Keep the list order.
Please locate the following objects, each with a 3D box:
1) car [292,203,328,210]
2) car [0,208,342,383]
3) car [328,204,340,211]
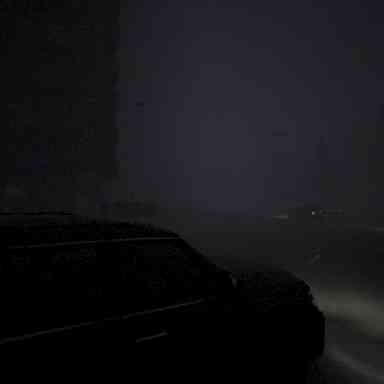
[{"bbox_3d":[10.229,1.823,30.451,1.994,1.385,4.181,0,0,-4],"label":"car"},{"bbox_3d":[-1.024,1.232,3.120,5.566,2.045,2.150,1,0,-39],"label":"car"},{"bbox_3d":[13.183,1.852,34.504,2.033,1.411,5.357,0,0,-11],"label":"car"}]
